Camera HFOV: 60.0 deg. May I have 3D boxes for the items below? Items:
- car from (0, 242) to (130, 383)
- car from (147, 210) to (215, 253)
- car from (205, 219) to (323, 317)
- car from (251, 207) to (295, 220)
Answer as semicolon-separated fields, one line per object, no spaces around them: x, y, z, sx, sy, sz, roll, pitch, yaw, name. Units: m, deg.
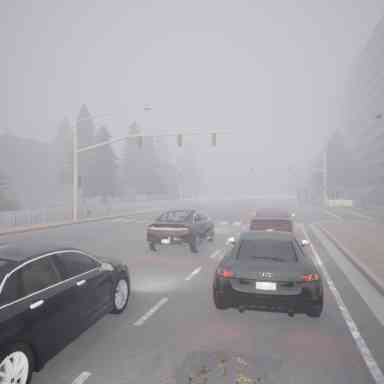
-2.449;1.505;4.864;1.837;1.490;4.892;0;0;10;car
-0.296;1.492;13.836;2.128;1.511;4.902;0;0;15;car
1.718;1.564;7.599;1.994;1.385;4.181;0;0;13;car
3.968;1.478;16.263;1.882;1.535;5.008;0;0;17;car
